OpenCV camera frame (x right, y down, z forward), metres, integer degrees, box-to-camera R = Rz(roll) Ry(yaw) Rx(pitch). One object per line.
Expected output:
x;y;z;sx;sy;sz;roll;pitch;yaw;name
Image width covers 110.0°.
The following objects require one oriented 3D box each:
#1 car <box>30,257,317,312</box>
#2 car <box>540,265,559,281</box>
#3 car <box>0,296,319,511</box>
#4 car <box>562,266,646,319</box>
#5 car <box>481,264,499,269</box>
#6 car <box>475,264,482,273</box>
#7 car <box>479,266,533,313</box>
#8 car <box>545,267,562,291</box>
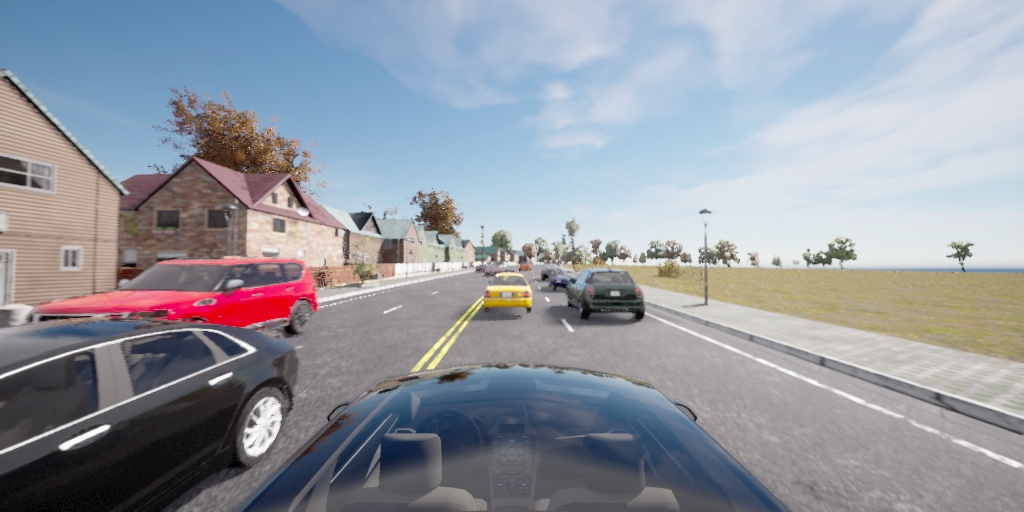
-6.564;1.040;7.899;2.150;2.045;5.566;0;-1;0;car
3.904;1.646;35.546;2.163;1.488;4.792;0;-1;2;car
-3.334;1.258;2.124;1.837;1.490;4.892;0;-1;0;car
3.333;1.238;13.608;2.097;1.767;4.553;0;-1;1;car
-2.301;1.774;44.269;1.812;1.442;4.674;0;-1;3;car
-4.720;1.990;58.537;1.994;1.385;4.181;0;-1;4;car
-0.078;1.356;14.917;1.801;1.575;5.366;0;-1;2;car
3.554;1.614;24.606;1.895;1.301;4.718;0;-1;1;car
